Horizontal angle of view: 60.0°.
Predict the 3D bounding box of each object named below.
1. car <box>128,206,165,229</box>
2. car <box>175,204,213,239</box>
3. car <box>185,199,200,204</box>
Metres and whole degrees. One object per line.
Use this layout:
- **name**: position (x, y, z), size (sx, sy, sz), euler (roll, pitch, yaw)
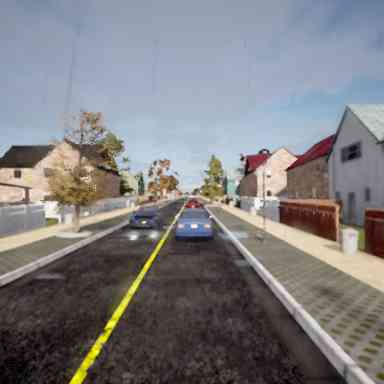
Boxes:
- **car**: position (-2.839, 1.599, 21.625), size (1.994, 1.385, 4.181), euler (0, 0, 0)
- **car**: position (0.099, 1.576, 17.309), size (2.033, 1.411, 5.357), euler (0, 0, 0)
- **car**: position (0.118, 1.595, 42.254), size (1.812, 1.442, 4.674), euler (0, 0, 0)
